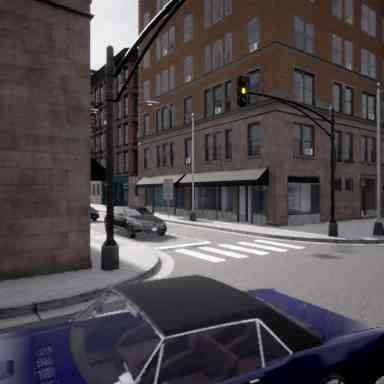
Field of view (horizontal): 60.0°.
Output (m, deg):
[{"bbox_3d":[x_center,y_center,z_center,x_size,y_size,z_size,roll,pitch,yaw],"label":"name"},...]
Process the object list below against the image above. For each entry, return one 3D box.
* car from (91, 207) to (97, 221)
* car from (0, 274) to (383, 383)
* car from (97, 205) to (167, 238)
[{"bbox_3d":[-8.738,1.397,25.186,2.033,1.411,5.357,0,0,-36],"label":"car"},{"bbox_3d":[-0.420,1.601,3.034,4.718,1.301,1.895,0,0,-29],"label":"car"},{"bbox_3d":[-3.081,1.436,17.262,1.812,1.442,4.674,0,0,-35],"label":"car"}]
